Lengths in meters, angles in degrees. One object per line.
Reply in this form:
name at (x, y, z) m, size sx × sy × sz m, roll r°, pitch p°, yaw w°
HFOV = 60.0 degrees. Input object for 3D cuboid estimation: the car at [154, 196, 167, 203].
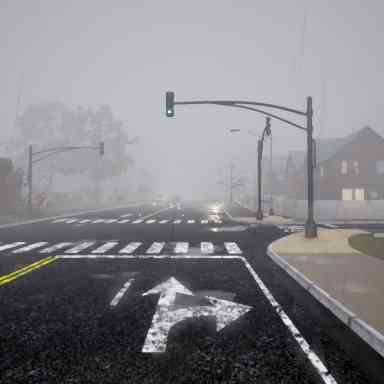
car at (-6.389, 1.497, 68.114) m, size 1.882 × 1.535 × 5.008 m, roll 0°, pitch 0°, yaw 5°

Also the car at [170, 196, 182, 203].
car at (-3.155, 1.535, 67.799) m, size 1.812 × 1.442 × 4.674 m, roll 0°, pitch 0°, yaw 5°
